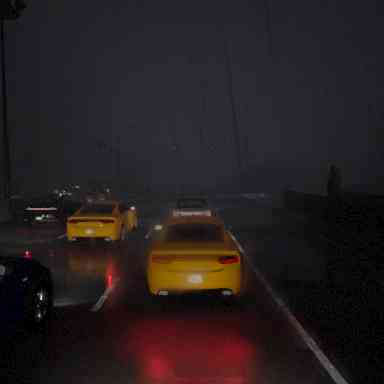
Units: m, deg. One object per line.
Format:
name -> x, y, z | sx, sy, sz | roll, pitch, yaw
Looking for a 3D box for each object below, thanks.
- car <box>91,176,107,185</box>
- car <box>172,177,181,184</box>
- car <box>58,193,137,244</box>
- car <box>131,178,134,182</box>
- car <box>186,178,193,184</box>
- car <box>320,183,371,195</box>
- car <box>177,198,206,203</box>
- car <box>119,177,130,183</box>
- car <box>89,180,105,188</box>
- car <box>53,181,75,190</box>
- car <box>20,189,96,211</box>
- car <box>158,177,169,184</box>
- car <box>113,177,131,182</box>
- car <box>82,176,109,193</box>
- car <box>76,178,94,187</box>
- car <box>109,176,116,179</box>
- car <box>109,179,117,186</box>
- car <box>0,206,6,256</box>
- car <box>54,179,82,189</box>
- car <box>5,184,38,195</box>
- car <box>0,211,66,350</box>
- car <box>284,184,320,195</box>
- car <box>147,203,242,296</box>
car -> -21.600, -2.666, 77.746 | 2.150, 2.045, 5.566 | 0, 3, 0
car -> -4.165, -2.877, 86.092 | 1.882, 1.535, 5.008 | 0, 3, 0
car -> -3.496, 1.060, 13.731 | 1.882, 1.535, 5.008 | 0, 3, 0
car -> -14.614, -2.489, 79.580 | 1.837, 1.490, 4.892 | 0, 3, 0
car -> -0.669, -2.840, 86.582 | 2.128, 1.511, 4.902 | 0, 3, 0
car -> 17.664, -0.219, 37.798 | 4.902, 1.511, 2.128 | 0, 3, 2
car -> -0.024, 0.972, 17.778 | 1.895, 1.301, 4.718 | 0, 3, 0
car -> -18.198, -3.284, 90.225 | 2.128, 1.511, 4.902 | 0, 3, 0
car -> -18.023, -1.587, 63.420 | 1.812, 1.442, 4.674 | 0, 3, 0
car -> -21.504, -1.143, 55.952 | 1.994, 1.385, 4.181 | 0, 3, 0
car -> -7.026, 0.864, 17.642 | 2.128, 1.511, 4.902 | 0, 3, 0
car -> -7.665, -2.827, 86.067 | 2.128, 1.511, 4.902 | 0, 3, 0
car -> -14.532, -1.829, 69.183 | 1.895, 1.301, 4.718 | 0, 3, 0
car -> -12.862, -0.836, 44.050 | 2.150, 2.045, 5.566 | -2, 3, -22
car -> -21.515, -1.947, 66.891 | 2.097, 1.767, 4.553 | 0, 3, 0
car -> -18.075, -2.495, 74.607 | 2.150, 2.045, 5.566 | 0, 3, 0
car -> -14.521, -1.213, 57.938 | 1.895, 1.301, 4.718 | 0, 3, 0
car -> -6.956, 1.321, 8.231 | 1.882, 1.535, 5.008 | 0, 2, 0
car -> -17.967, -0.844, 49.139 | 2.128, 1.511, 4.902 | 0, 3, 0
car -> -21.416, -0.343, 41.908 | 1.895, 1.301, 4.718 | 0, 3, 0
car -> -3.427, 1.313, 3.900 | 2.097, 1.767, 4.553 | 0, 1, 0
car -> 13.804, -0.307, 41.422 | 4.718, 1.301, 1.895 | 0, 3, 2
car -> 0.043, 1.315, 8.409 | 1.882, 1.535, 5.008 | 0, 2, 0
